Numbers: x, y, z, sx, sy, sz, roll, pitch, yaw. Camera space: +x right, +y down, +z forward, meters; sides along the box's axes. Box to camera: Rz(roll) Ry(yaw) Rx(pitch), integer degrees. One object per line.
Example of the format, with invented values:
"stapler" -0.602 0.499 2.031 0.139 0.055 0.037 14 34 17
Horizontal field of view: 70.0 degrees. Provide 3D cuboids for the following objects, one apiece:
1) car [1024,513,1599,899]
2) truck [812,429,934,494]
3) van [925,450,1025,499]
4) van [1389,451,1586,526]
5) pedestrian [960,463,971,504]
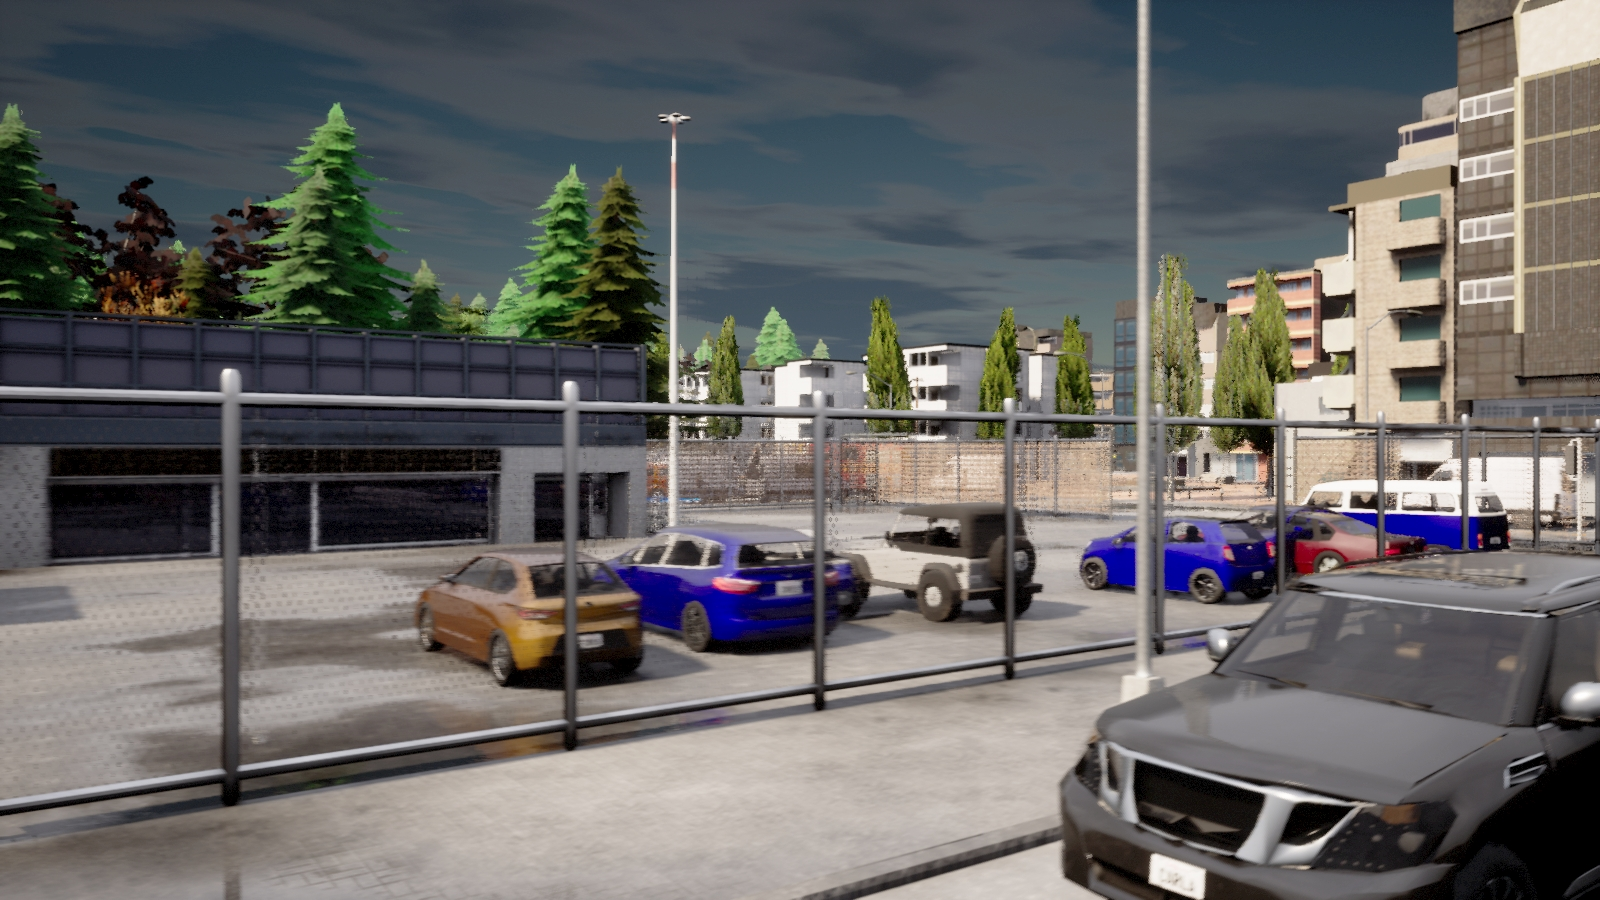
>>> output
"car" 4.186 1.560 7.336 5.566 2.045 2.150 0 0 -35
"truck" 4.399 0.671 71.036 2.891 3.827 8.468 0 0 -35
"van" 9.712 1.315 63.887 1.988 2.561 5.915 0 0 -35
"van" 25.090 1.314 41.957 1.988 2.561 5.915 0 0 -35
"pedestrian" 7.502 1.516 51.792 0.375 1.860 0.375 0 0 -41
